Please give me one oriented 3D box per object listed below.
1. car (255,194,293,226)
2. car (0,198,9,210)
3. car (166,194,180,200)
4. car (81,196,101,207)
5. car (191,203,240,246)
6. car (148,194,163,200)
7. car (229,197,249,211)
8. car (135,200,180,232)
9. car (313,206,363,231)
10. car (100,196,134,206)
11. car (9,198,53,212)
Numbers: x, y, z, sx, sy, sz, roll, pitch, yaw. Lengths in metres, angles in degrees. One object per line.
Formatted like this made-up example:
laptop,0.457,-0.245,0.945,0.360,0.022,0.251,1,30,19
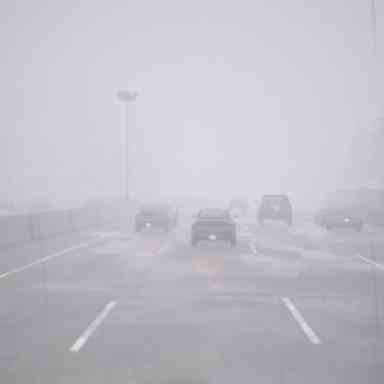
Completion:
car,5.694,1.149,23.330,2.150,2.045,5.566,0,0,9
car,-20.725,1.368,35.040,1.994,1.385,4.181,0,0,12
car,-4.196,1.099,75.066,2.128,1.511,4.902,0,0,20
car,-11.965,1.312,41.692,1.837,1.490,4.892,0,0,15
car,1.037,1.450,14.996,1.837,1.490,4.892,0,0,6
car,-8.107,1.205,74.593,1.994,1.385,4.181,0,0,20
car,5.307,1.376,37.878,1.837,1.490,4.892,0,0,15
car,-1.935,1.424,19.497,1.837,1.490,4.892,0,0,8
car,8.780,1.512,20.287,1.994,1.385,4.181,0,0,8
car,-8.708,1.327,40.312,1.837,1.490,4.892,0,0,15
car,-16.967,1.338,35.889,1.812,1.442,4.674,0,0,13
